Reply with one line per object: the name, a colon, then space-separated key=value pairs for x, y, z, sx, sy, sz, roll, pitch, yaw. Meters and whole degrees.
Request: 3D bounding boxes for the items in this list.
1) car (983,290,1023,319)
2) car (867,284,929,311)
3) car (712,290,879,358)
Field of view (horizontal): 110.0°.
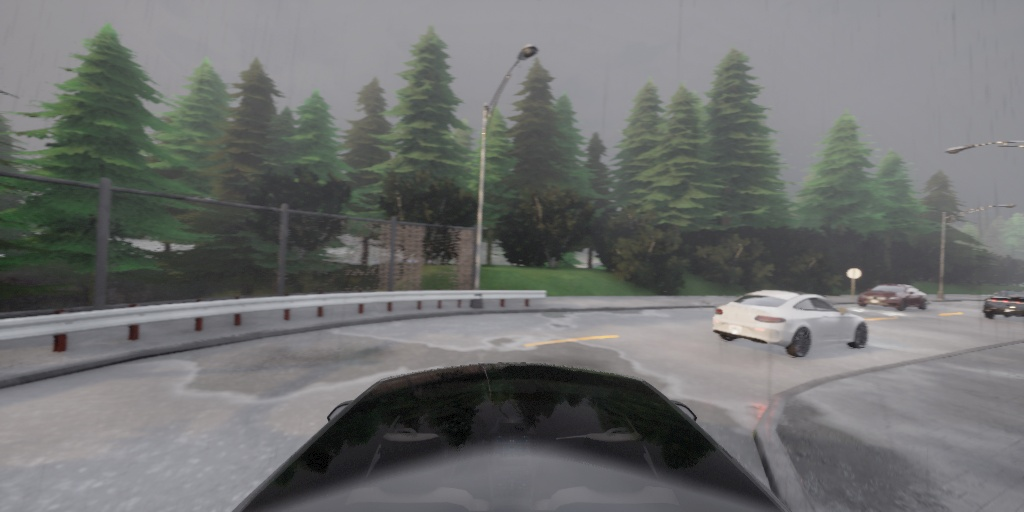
car: x=26.066 y=2.523 z=18.241 sx=4.902 sy=1.511 sz=2.128 roll=3 pitch=0 yaw=-25
car: x=22.600 y=2.402 z=21.234 sx=4.674 sy=1.442 sz=1.812 roll=3 pitch=0 yaw=-25
car: x=7.356 y=1.645 z=9.497 sx=4.674 sy=1.442 sz=1.812 roll=3 pitch=0 yaw=-26
